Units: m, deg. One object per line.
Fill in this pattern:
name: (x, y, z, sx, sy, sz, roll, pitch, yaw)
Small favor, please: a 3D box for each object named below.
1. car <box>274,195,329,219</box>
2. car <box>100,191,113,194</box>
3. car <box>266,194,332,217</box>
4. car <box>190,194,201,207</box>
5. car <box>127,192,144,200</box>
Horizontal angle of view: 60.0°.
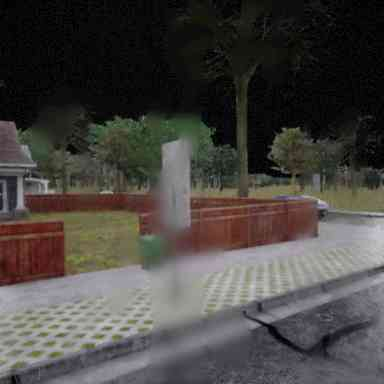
car: (6.822, 1.019, 22.784, 1.882, 1.535, 5.008, -1, 2, -36)
car: (-12.565, 0.551, 49.662, 1.812, 1.442, 4.674, -1, 1, -35)
car: (8.238, 0.985, 25.985, 1.812, 1.442, 4.674, -1, 2, -37)
car: (-0.561, 0.894, 32.955, 2.033, 1.411, 5.357, -1, 2, -37)
car: (-8.230, 0.630, 48.478, 1.895, 1.301, 4.718, -1, 2, -36)
